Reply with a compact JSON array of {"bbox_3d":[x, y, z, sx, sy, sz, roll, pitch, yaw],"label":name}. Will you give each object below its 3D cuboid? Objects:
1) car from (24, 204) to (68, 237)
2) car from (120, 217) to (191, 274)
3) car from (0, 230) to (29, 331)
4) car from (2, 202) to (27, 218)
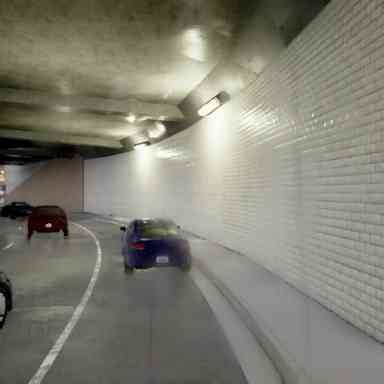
[{"bbox_3d":[-7.964,1.477,18.368,1.882,1.535,5.008,0,0,-24],"label":"car"},{"bbox_3d":[-1.261,1.525,10.550,1.812,1.442,4.674,0,0,-13],"label":"car"},{"bbox_3d":[-3.852,1.506,3.760,1.837,1.490,4.892,0,0,-4],"label":"car"},{"bbox_3d":[-15.752,1.564,30.074,1.994,1.385,4.181,0,0,-40],"label":"car"}]
